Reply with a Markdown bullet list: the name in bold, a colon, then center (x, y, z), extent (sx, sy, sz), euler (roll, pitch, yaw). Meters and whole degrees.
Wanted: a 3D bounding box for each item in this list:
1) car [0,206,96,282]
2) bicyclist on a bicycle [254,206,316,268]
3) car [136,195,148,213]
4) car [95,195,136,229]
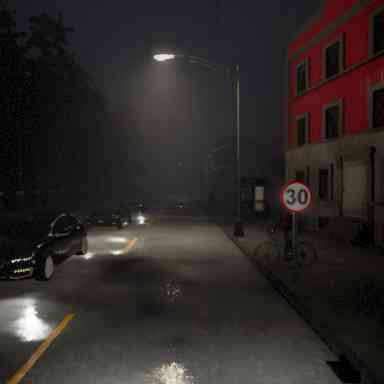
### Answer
- **car**: center (-4.350, 1.346, 9.344), extent (1.837, 1.490, 4.892), euler (0, 1, -2)
- **bicyclist on a bicycle**: center (2.446, 1.194, 8.727), extent (1.656, 1.620, 0.582), euler (0, 1, -2)
- **car**: center (-4.920, 1.027, 29.130), extent (1.812, 1.442, 4.674), euler (0, 1, -2)
- **car**: center (-4.639, 1.151, 19.076), extent (1.882, 1.535, 5.008), euler (0, 1, -2)
